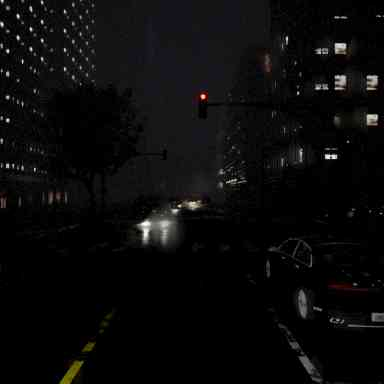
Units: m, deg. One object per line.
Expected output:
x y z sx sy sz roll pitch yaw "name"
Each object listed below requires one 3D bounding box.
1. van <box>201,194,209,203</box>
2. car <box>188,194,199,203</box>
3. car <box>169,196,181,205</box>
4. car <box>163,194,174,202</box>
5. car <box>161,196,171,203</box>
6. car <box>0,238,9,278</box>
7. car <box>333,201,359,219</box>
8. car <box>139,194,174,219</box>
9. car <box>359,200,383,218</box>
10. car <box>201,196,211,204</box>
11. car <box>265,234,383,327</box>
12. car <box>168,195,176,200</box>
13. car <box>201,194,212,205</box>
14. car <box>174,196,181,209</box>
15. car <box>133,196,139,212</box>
2.799 1.402 72.455 1.690 1.788 3.998 0 0 0 "van"
0.104 1.581 69.058 1.812 1.442 4.674 0 0 0 "car"
-2.976 1.521 60.609 1.882 1.535 5.008 0 0 0 "car"
-5.573 1.386 77.990 2.192 1.841 5.009 0 0 0 "car"
-5.581 1.627 72.468 1.947 1.339 4.313 0 0 0 "car"
-5.680 1.545 6.942 1.887 1.381 4.507 0 0 0 "car"
13.466 1.350 26.318 4.403 1.369 2.008 -1 1 0 "car"
-3.054 1.235 29.766 2.150 2.045 5.566 0 0 0 "car"
15.473 0.994 23.757 5.566 2.045 2.150 -1 0 0 "car"
2.792 1.578 67.101 1.752 1.417 4.829 0 0 0 "car"
2.700 1.551 6.929 2.008 1.369 4.403 0 0 0 "car"
-5.548 1.654 94.558 2.008 1.369 4.403 0 0 0 "car"
2.783 1.610 61.408 1.947 1.339 4.313 0 0 0 "car"
-3.028 1.379 44.882 2.097 1.767 4.553 0 0 0 "car"
-5.632 1.336 39.330 2.192 1.841 5.009 0 0 0 "car"
